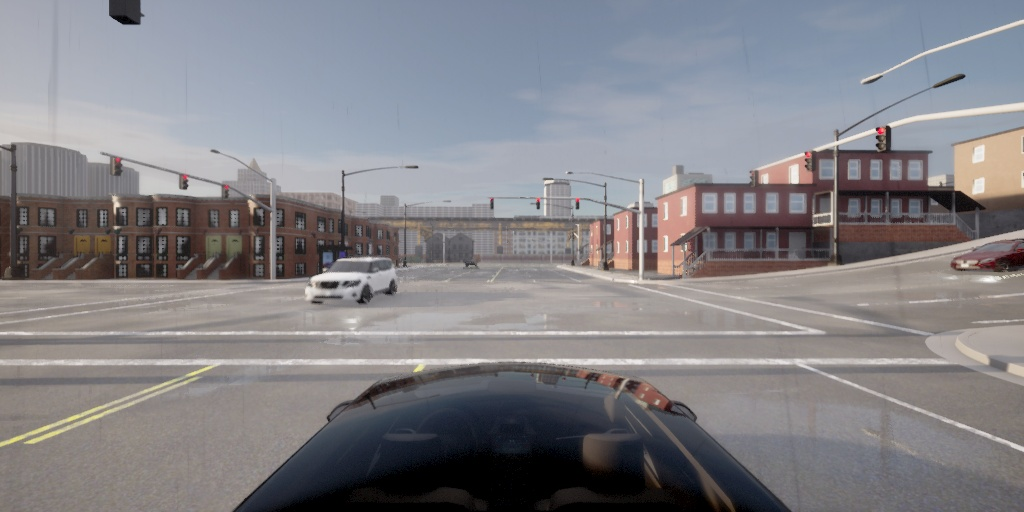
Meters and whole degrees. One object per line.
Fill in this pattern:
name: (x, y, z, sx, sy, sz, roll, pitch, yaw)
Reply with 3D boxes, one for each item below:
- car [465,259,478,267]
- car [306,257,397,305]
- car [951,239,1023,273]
car: (-6.981, 1.181, 61.703, 1.895, 1.301, 4.718, 0, 0, 0)
car: (-6.997, 1.078, 16.394, 2.150, 2.045, 5.566, 0, 0, 0)
car: (26.178, -0.099, 18.922, 4.674, 1.442, 1.812, -9, 0, 0)
